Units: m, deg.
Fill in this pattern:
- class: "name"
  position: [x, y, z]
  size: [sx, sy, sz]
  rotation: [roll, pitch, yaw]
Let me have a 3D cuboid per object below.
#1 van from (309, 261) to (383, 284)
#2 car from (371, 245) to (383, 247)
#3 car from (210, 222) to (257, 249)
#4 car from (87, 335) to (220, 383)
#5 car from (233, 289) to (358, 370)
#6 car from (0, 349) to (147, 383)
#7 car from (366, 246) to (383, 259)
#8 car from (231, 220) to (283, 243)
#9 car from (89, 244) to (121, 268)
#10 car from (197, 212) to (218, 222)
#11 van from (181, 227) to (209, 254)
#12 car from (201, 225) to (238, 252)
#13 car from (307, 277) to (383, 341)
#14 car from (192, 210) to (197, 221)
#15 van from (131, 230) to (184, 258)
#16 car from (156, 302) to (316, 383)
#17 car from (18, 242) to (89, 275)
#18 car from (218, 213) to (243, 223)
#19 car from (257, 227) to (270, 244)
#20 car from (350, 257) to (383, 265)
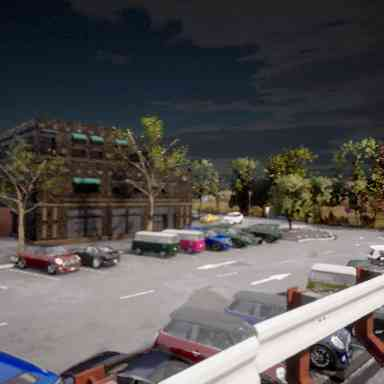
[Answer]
- class: "van"
  position: [7.945, 4.693, 16.002]
  size: [4.442, 1.987, 1.878]
  rotation: [2, 0, 28]
- class: "car"
  position: [14.620, 4.815, 22.099]
  size: [5.566, 2.045, 2.435]
  rotation: [2, 0, 28]
- class: "car"
  position: [3.442, 4.645, 34.838]
  size: [5.566, 2.045, 2.435]
  rotation: [0, -1, 28]
- class: "car"
  position: [-1.197, 4.743, 8.006]
  size: [4.792, 1.488, 2.163]
  rotation: [2, 1, 28]
- class: "car"
  position: [3.311, 4.689, 12.049]
  size: [4.553, 1.767, 2.185]
  rotation: [2, 0, 28]
- class: "car"
  position: [-3.386, 4.414, 5.959]
  size: [5.566, 2.045, 2.435]
  rotation: [2, 0, 28]
- class: "car"
  position: [12.314, 4.764, 20.088]
  size: [5.566, 2.045, 2.435]
  rotation: [2, 1, 28]
- class: "car"
  position: [7.793, 4.742, 38.798]
  size: [5.566, 2.045, 2.435]
  rotation: [0, -1, 28]
- class: "car"
  position: [-7.601, 4.653, 24.976]
  size: [4.892, 1.521, 2.231]
  rotation: [0, -1, 28]
- class: "car"
  position: [3.495, 4.996, 64.142]
  size: [1.946, 1.575, 5.366]
  rotation: [0, 0, 30]
- class: "van"
  position: [-1.099, 4.573, 30.949]
  size: [4.442, 1.987, 1.878]
  rotation: [0, -1, 28]
- class: "car"
  position: [1.237, 4.596, 32.865]
  size: [5.566, 2.045, 2.435]
  rotation: [0, -1, 28]
- class: "car"
  position: [5.587, 4.867, 14.031]
  size: [4.892, 1.521, 2.231]
  rotation: [2, 1, 28]
- class: "car"
  position: [1.449, 5.010, 66.264]
  size: [2.002, 1.452, 4.674]
  rotation: [0, 0, 30]
- class: "van"
  position: [-3.303, 4.524, 28.976]
  size: [4.442, 1.987, 1.878]
  rotation: [0, -1, 28]
- class: "car"
  position: [1.060, 4.639, 10.022]
  size: [4.553, 1.767, 2.185]
  rotation: [2, 0, 28]
- class: "car"
  position: [-9.835, 4.477, 23.015]
  size: [4.553, 1.767, 2.185]
  rotation: [0, -1, 28]
- class: "car"
  position: [7.304, 4.805, 59.380]
  size: [2.435, 2.045, 5.566]
  rotation: [1, 0, 29]
- class: "car"
  position: [5.643, 4.975, 36.820]
  size: [4.792, 1.488, 2.163]
  rotation: [0, -1, 28]
- class: "car"
  position: [10.114, 4.841, 18.048]
  size: [4.553, 1.767, 2.185]
  rotation: [2, 1, 28]
